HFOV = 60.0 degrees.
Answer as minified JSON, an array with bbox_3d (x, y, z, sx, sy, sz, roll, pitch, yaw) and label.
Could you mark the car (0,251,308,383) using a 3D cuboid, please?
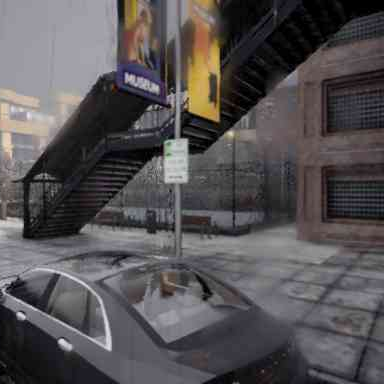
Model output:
[{"bbox_3d":[-1.119,1.476,4.031,4.892,1.521,2.231,0,0,44],"label":"car"}]
